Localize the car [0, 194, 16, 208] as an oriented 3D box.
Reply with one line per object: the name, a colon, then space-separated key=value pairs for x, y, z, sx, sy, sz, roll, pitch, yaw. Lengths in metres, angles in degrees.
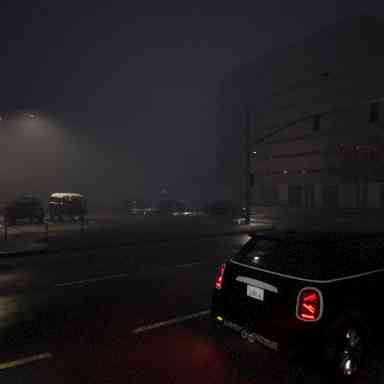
car: x=-31.741 y=1.209 z=56.446 sx=1.932 sy=1.855 sz=4.605 roll=0 pitch=0 yaw=-35

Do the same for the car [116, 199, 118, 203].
car: x=-13.980 y=1.619 z=67.962 sx=1.994 sy=1.385 sz=4.181 roll=0 pitch=0 yaw=-35

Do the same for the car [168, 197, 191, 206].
car: x=-2.243 y=1.581 z=57.477 sx=1.812 sy=1.442 sz=4.674 roll=0 pitch=0 yaw=-35

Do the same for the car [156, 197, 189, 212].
car: x=-2.549 y=1.581 z=39.444 sx=1.812 sy=1.442 sz=4.674 roll=0 pitch=0 yaw=-36

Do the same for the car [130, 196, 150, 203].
car: x=-10.943 y=1.601 z=69.694 sx=2.033 sy=1.411 sz=5.357 roll=0 pitch=0 yaw=-35

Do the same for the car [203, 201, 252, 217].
car: x=3.143 y=1.603 z=31.410 sx=2.033 sy=1.411 sz=5.357 roll=0 pitch=0 yaw=-35

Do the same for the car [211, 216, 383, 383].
car: x=2.574 y=1.352 z=5.637 sx=4.553 sy=1.767 sz=2.097 roll=0 pitch=0 yaw=-35

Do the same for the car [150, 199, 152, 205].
car: x=-8.927 y=1.581 z=60.840 sx=1.812 sy=1.442 sz=4.674 roll=0 pitch=0 yaw=-36

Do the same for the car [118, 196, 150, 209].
car: x=-8.309 y=1.407 z=47.560 sx=2.097 sy=1.767 sz=4.553 roll=0 pitch=0 yaw=-35
